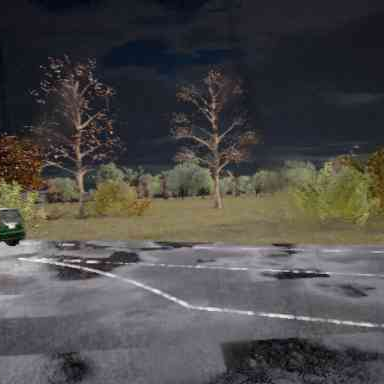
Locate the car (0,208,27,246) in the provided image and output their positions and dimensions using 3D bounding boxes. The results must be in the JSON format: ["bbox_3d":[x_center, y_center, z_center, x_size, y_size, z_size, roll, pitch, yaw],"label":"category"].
[{"bbox_3d":[-11.205,1.910,17.267,5.566,2.045,2.150,-3,-1,23],"label":"car"}]
